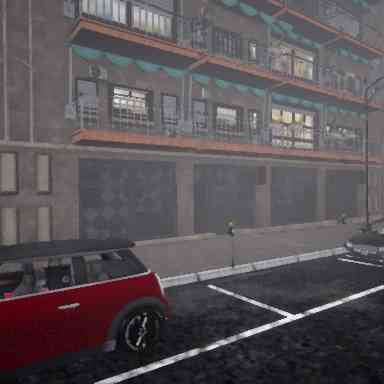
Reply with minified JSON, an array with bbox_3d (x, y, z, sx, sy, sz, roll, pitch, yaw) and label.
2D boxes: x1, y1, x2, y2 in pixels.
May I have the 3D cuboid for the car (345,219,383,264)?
[{"bbox_3d":[6.796,1.547,10.958,4.403,1.369,2.008,0,-1,-35],"label":"car"}]

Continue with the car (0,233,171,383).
[{"bbox_3d":[-2.406,1.439,4.396,4.097,1.590,1.967,0,-1,-35],"label":"car"}]
